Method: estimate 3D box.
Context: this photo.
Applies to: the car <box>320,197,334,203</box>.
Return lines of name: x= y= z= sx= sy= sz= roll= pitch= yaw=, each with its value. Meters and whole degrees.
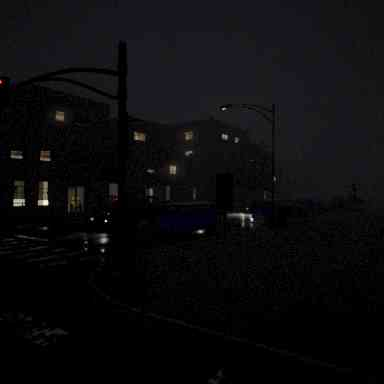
car: x=31.149 y=1.792 z=76.706 sx=1.947 sy=1.339 sz=4.313 roll=0 pitch=0 yaw=35

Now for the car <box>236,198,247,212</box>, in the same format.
car: x=7.488 y=1.575 z=38.533 sx=2.128 sy=1.511 sz=4.902 roll=1 pitch=0 yaw=35

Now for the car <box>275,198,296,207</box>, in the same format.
car: x=15.268 y=1.666 z=54.122 sx=1.887 sy=1.381 sz=4.507 roll=0 pitch=0 yaw=35

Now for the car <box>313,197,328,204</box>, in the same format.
car: x=27.875 y=1.729 z=72.050 sx=1.752 sy=1.417 sz=4.829 roll=0 pitch=0 yaw=35

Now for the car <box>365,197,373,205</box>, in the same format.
car: x=34.818 y=1.810 z=67.354 sx=1.887 sy=1.381 sz=4.507 roll=0 pitch=0 yaw=35

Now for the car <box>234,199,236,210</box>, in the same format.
car: x=5.740 y=1.507 z=40.573 sx=1.967 sy=1.590 sz=4.097 roll=0 pitch=0 yaw=35

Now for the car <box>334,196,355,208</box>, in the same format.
car: x=22.114 y=1.497 z=49.288 sx=2.192 sy=1.841 sz=5.009 roll=0 pitch=0 yaw=35

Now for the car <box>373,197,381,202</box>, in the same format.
car: x=44.347 y=1.900 z=80.904 sx=1.947 sy=1.339 sz=4.313 roll=0 pitch=0 yaw=35

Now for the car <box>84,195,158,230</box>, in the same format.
car: x=-4.281 y=1.248 z=21.814 sx=2.150 sy=2.045 sz=5.566 roll=1 pitch=0 yaw=35

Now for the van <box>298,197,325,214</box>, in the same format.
van: x=12.584 y=1.469 z=35.737 sx=1.690 sy=1.788 sz=3.998 roll=0 pitch=0 yaw=35

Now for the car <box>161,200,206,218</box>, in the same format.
car: x=-0.711 y=1.559 z=31.400 sx=1.752 sy=1.417 sz=4.829 roll=0 pitch=0 yaw=35

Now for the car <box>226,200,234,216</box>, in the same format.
car: x=1.530 y=1.530 z=30.077 sx=1.882 sy=1.535 sz=5.008 roll=1 pitch=0 yaw=35

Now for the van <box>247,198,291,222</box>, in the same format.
van: x=6.232 y=1.436 z=26.704 sx=1.690 sy=1.788 sz=3.998 roll=0 pitch=0 yaw=35

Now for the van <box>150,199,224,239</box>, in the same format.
van: x=-0.121 y=1.407 z=17.670 sx=1.690 sy=1.788 sz=3.998 roll=0 pitch=0 yaw=35

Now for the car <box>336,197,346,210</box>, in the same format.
car: x=18.936 y=1.729 z=44.770 sx=1.947 sy=1.339 sz=4.313 roll=0 pitch=0 yaw=35

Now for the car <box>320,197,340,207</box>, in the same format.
car: x=22.747 y=1.658 z=54.689 sx=1.882 sy=1.535 sz=5.008 roll=1 pitch=0 yaw=35

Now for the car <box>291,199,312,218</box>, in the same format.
car: x=9.407 y=1.656 z=31.220 sx=1.887 sy=1.381 sz=4.507 roll=0 pitch=0 yaw=35

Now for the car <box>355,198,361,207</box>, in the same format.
car: x=25.290 y=1.517 z=53.805 sx=2.192 sy=1.841 sz=5.009 roll=0 pitch=0 yaw=35

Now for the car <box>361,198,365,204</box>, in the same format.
car: x=28.563 y=1.748 z=58.460 sx=1.752 sy=1.417 sz=4.829 roll=0 pitch=0 yaw=35

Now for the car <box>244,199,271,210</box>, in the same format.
car: x=8.915 y=1.629 z=45.090 sx=1.887 sy=1.381 sz=4.507 roll=0 pitch=0 yaw=35

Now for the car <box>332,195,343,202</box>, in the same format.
car: x=37.502 y=1.713 z=85.739 sx=1.967 sy=1.590 sz=4.097 roll=0 pitch=0 yaw=35

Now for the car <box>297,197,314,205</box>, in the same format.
car: x=21.621 y=1.706 z=63.155 sx=1.887 sy=1.381 sz=4.507 roll=0 pitch=0 yaw=35

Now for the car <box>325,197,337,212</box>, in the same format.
car: x=15.858 y=1.671 z=40.393 sx=1.752 sy=1.417 sz=4.829 roll=0 pitch=0 yaw=35
